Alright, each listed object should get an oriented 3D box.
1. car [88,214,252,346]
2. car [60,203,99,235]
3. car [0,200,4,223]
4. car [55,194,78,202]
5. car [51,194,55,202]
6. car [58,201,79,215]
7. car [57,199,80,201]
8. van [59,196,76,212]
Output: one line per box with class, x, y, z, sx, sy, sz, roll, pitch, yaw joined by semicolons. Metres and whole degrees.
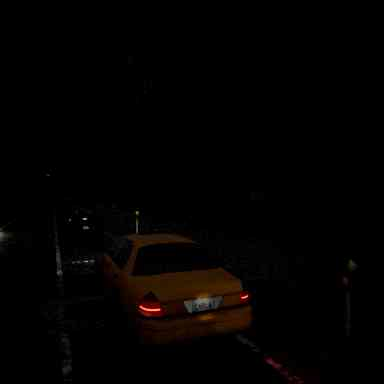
car;-0.844;1.457;6.737;1.801;1.575;5.366;0;0;-23
car;-6.151;1.552;18.660;2.008;1.369;4.403;0;0;-23
car;-14.174;1.222;22.401;2.150;2.045;5.566;0;0;-23
car;-12.549;1.317;33.946;2.192;1.841;5.009;0;0;-23
car;-31.891;1.470;79.418;1.967;1.590;4.097;0;0;-24
car;-8.283;1.552;23.755;2.008;1.369;4.403;0;0;-23
car;-10.416;1.567;28.851;1.947;1.339;4.313;0;0;-23
van;-14.681;1.343;39.042;1.690;1.788;3.998;0;0;-23
